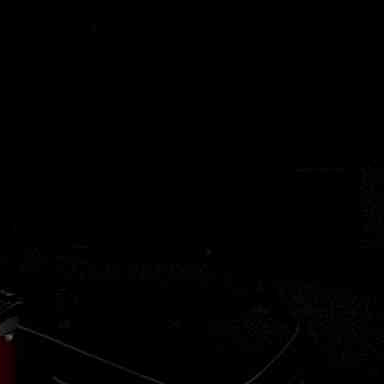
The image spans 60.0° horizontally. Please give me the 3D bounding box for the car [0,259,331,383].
[{"bbox_3d":[-0.843,1.451,3.452,4.097,1.590,1.967,0,0,36],"label":"car"}]
